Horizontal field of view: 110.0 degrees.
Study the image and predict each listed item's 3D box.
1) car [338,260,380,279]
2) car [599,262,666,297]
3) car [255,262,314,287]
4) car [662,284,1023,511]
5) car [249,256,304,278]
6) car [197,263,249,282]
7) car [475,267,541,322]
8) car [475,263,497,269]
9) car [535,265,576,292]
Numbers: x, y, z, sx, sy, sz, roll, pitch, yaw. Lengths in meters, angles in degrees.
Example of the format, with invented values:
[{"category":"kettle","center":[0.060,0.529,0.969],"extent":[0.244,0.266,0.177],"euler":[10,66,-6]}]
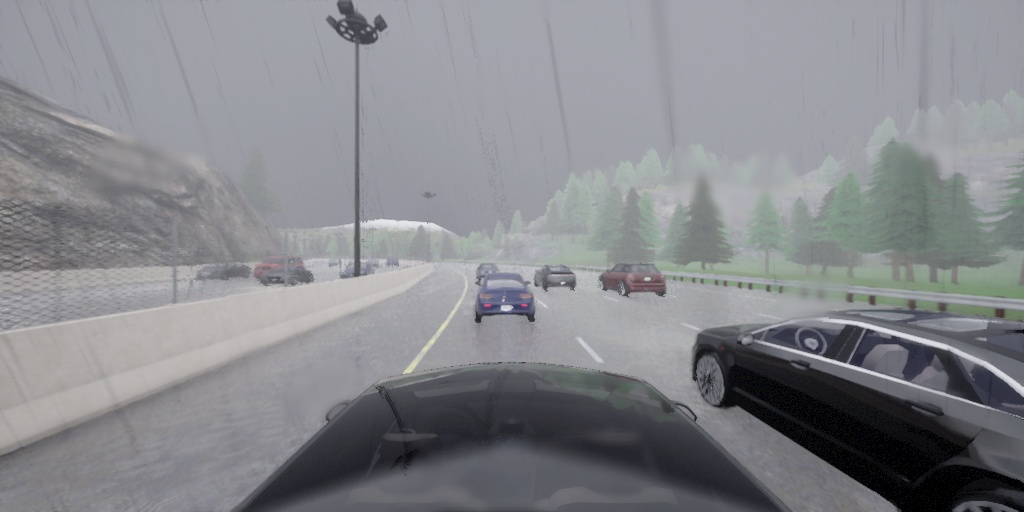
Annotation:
[{"category":"car","center":[-12.932,1.325,30.589],"extent":[1.812,1.442,4.674],"euler":[0,0,-9]},{"category":"car","center":[6.240,1.114,19.096],"extent":[2.097,1.767,4.553],"euler":[0,0,-5]},{"category":"car","center":[-15.724,1.361,25.341],"extent":[1.994,1.385,4.181],"euler":[0,0,-7]},{"category":"car","center":[3.534,1.239,3.278],"extent":[2.128,1.511,4.902],"euler":[0,0,-1]},{"category":"car","center":[-20.142,1.029,31.500],"extent":[2.150,2.045,5.566],"euler":[0,0,-10]},{"category":"car","center":[-23.351,1.303,29.323],"extent":[2.128,1.511,4.902],"euler":[0,0,-9]},{"category":"car","center":[-0.298,1.288,12.311],"extent":[1.812,1.442,4.674],"euler":[0,0,-3]},{"category":"car","center":[-2.094,1.333,30.647],"extent":[2.033,1.411,5.357],"euler":[0,0,-8]},{"category":"car","center":[2.498,1.261,21.692],"extent":[2.128,1.511,4.902],"euler":[0,0,-5]}]
